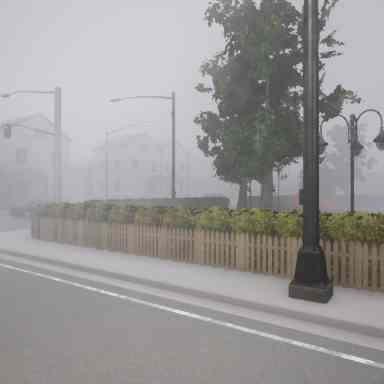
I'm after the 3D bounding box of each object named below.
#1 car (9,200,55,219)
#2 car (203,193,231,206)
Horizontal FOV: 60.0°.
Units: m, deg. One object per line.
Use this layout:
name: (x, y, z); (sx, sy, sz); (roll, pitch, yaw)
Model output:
car: (-13.682, 1.477, 29.811); (1.882, 1.535, 5.008); (0, 0, 35)
car: (3.525, 1.221, 48.179); (2.150, 2.045, 5.566); (0, 0, 35)
